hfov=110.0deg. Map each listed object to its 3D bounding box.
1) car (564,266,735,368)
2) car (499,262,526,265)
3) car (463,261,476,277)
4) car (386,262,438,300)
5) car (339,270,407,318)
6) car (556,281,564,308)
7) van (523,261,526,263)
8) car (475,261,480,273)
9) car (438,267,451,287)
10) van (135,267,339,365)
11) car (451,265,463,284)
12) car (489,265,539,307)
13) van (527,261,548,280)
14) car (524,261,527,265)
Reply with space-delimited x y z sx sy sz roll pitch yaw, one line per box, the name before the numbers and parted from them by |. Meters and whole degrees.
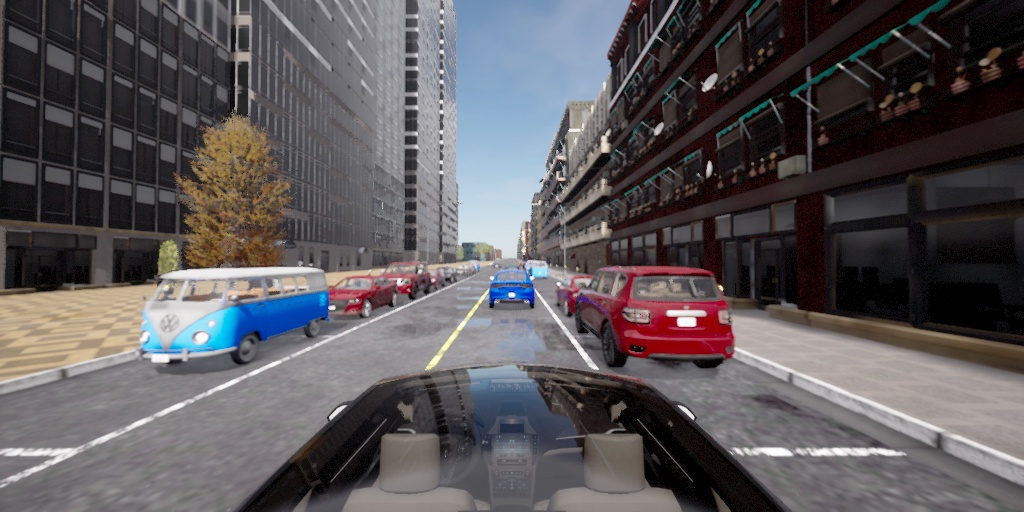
car | 2.689 1.124 7.922 2.192 1.841 5.009 0 0 0
car | -0.007 1.547 31.226 1.812 1.442 4.674 0 0 0
car | -5.707 1.665 41.773 2.007 1.370 4.403 0 0 0
car | -5.696 1.229 19.189 2.192 1.841 5.009 0 0 0
car | -5.694 1.407 13.543 1.888 1.381 4.507 0 0 0
car | 2.687 1.407 13.570 1.888 1.381 4.507 0 0 0
van | 2.672 1.504 47.448 1.690 1.789 3.998 0 0 0
car | -5.709 1.745 47.419 1.802 1.307 4.207 0 0 0
car | -5.699 1.547 24.834 1.802 1.307 4.207 0 0 0
van | -5.692 1.150 7.896 1.690 1.789 3.998 0 0 0
car | -5.702 1.581 30.481 1.948 1.339 4.313 0 0 0
car | 0.000 1.365 16.327 1.882 1.535 5.008 0 0 0
van | 2.677 1.406 36.155 1.690 1.789 3.998 0 0 0
car | 2.674 1.665 41.802 2.007 1.370 4.403 0 0 0
